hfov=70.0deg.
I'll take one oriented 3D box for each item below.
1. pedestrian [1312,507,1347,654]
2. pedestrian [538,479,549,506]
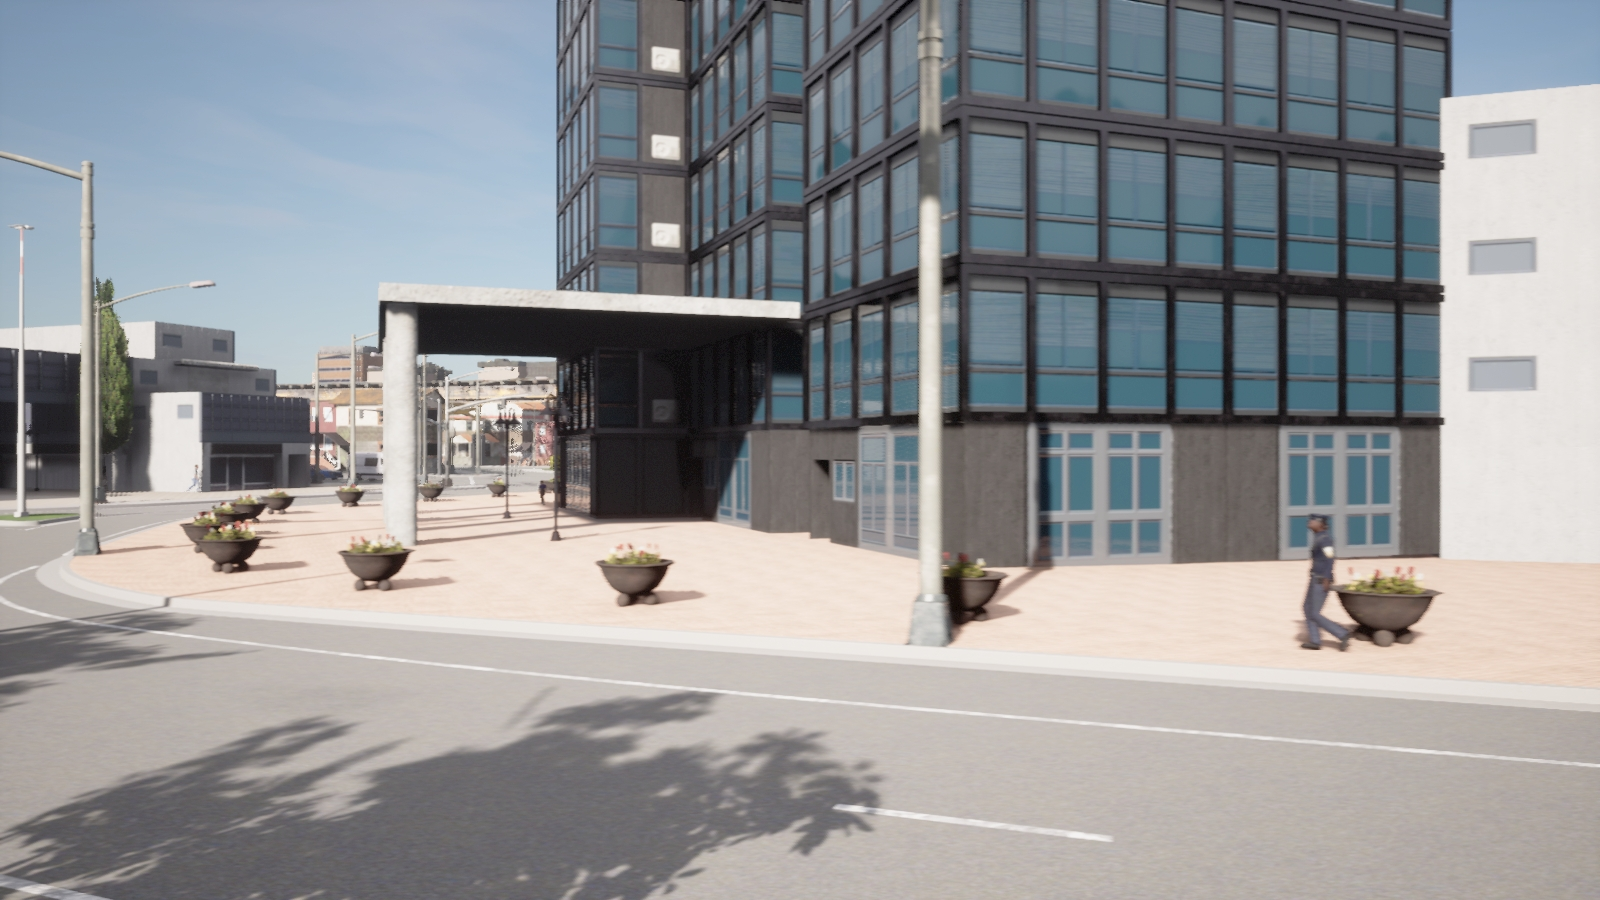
[{"bbox_3d":[6.932,1.695,14.964,0.375,1.860,0.375,0,0,20],"label":"pedestrian"},{"bbox_3d":[-12.463,2.047,55.495,0.375,1.300,0.375,0,0,12],"label":"pedestrian"}]
